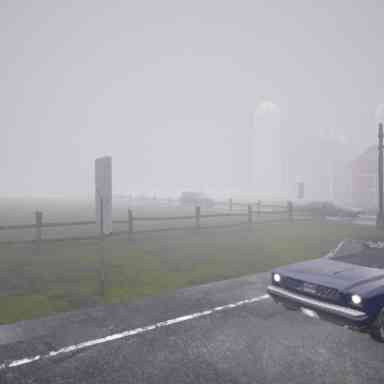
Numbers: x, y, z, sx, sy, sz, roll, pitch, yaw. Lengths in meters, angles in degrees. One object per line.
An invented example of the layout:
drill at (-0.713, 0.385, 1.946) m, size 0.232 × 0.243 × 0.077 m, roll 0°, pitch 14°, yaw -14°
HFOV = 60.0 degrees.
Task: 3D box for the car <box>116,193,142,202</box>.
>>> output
car at (-10.926, 1.104, 57.462) m, size 1.895 × 1.301 × 4.718 m, roll -1°, pitch 1°, yaw -35°

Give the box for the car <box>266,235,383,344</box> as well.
car at (3.679, 1.598, 6.514) m, size 4.718 × 1.301 × 1.895 m, roll 0°, pitch 0°, yaw -34°

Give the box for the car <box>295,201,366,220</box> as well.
car at (11.097, 1.408, 27.105) m, size 2.033 × 1.411 × 5.357 m, roll -1°, pitch 1°, yaw -39°

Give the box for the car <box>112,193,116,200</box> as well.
car at (-14.938, 0.919, 67.997) m, size 2.033 × 1.411 × 5.357 m, roll -1°, pitch 1°, yaw -36°

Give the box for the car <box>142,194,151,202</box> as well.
car at (-9.090, 1.036, 59.844) m, size 1.994 × 1.385 × 4.181 m, roll -1°, pitch 1°, yaw -35°

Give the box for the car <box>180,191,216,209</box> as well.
car at (0.651, 0.915, 41.284) m, size 2.150 × 2.045 × 5.566 m, roll -1°, pitch 1°, yaw -36°
